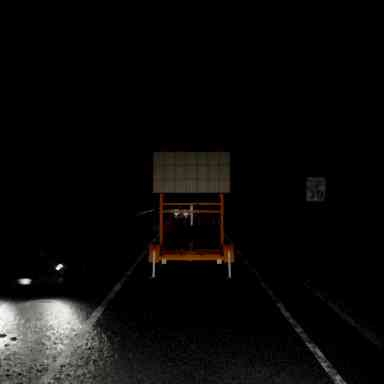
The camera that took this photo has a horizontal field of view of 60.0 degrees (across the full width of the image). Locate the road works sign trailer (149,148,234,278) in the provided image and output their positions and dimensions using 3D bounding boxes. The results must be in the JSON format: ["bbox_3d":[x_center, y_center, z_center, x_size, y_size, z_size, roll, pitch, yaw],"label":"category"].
[{"bbox_3d":[-0.011,0.467,10.114,2.380,3.560,2.880,0,0,0],"label":"road works sign trailer"}]

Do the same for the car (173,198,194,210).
[{"bbox_3d":[-0.963,1.538,43.904,2.033,1.411,5.357,0,0,12],"label":"car"}]

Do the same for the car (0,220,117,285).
[{"bbox_3d":[-3.601,1.550,9.836,2.033,1.411,5.357,0,0,0],"label":"car"}]
